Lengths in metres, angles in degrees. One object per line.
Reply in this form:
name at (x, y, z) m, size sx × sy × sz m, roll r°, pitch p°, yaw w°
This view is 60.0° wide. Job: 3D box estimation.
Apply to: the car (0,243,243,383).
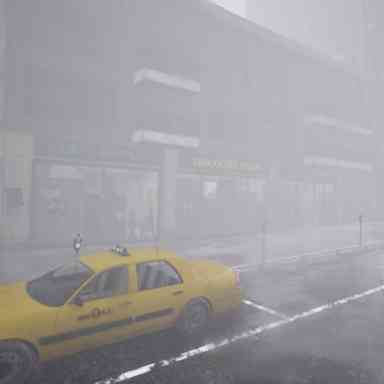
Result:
car at (-1.364, 1.526, 5.099) m, size 4.829 × 1.417 × 1.752 m, roll 0°, pitch 2°, yaw -35°
